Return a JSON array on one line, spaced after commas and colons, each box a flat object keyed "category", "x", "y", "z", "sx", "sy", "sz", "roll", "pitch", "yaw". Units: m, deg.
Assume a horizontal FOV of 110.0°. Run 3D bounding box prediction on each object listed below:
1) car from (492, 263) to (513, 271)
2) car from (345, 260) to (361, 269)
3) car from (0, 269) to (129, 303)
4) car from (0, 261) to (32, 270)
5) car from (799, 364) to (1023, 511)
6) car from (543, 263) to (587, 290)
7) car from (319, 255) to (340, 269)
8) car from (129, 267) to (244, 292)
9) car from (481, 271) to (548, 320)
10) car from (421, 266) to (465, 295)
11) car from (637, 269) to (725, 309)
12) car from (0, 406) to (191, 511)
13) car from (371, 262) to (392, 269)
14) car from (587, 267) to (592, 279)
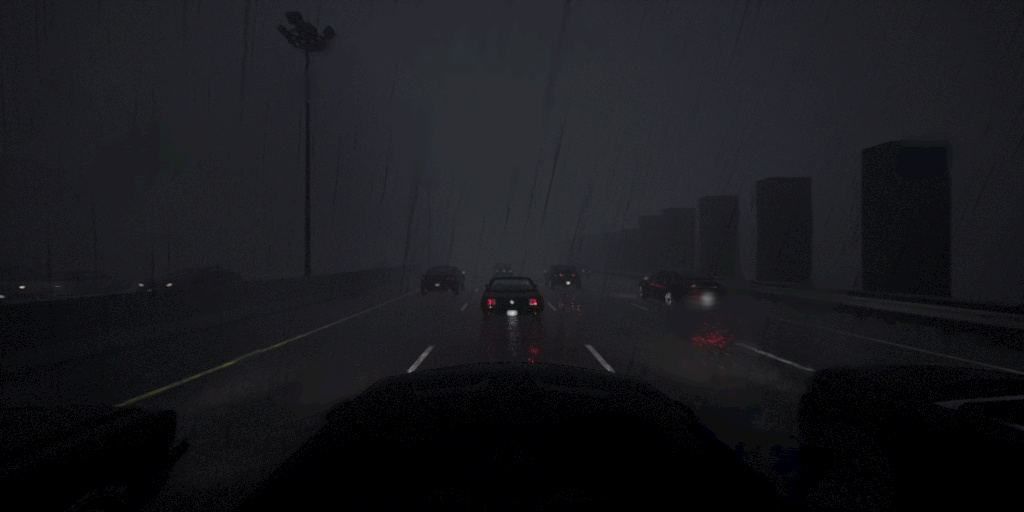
[{"category": "car", "x": -0.923, "y": 1.382, "z": 34.280, "sx": 2.033, "sy": 1.411, "sz": 5.357, "roll": 0, "pitch": 0, "yaw": -5}, {"category": "car", "x": -26.094, "y": 1.346, "z": 59.048, "sx": 1.812, "sy": 1.442, "sz": 4.674, "roll": 0, "pitch": 0, "yaw": -14}, {"category": "car", "x": -21.346, "y": 1.395, "z": 17.169, "sx": 1.895, "sy": 1.301, "sz": 4.718, "roll": 0, "pitch": 0, "yaw": -2}, {"category": "car", "x": -24.833, "y": 1.144, "z": 16.389, "sx": 2.097, "sy": 1.767, "sz": 4.553, "roll": 0, "pitch": 0, "yaw": -2}, {"category": "car", "x": 3.592, "y": 1.240, "z": 1.341, "sx": 2.128, "sy": 1.511, "sz": 4.902, "roll": 0, "pitch": 0, "yaw": 0}, {"category": "car", "x": 3.180, "y": 1.310, "z": 23.169, "sx": 1.837, "sy": 1.490, "sz": 4.892, "roll": 0, "pitch": 0, "yaw": -2}, {"category": "car", "x": -29.489, "y": 0.845, "z": 58.197, "sx": 2.150, "sy": 2.045, "sz": 5.566, "roll": 0, "pitch": 0, "yaw": -14}, {"category": "car", "x": -17.938, "y": 1.349, "z": 20.476, "sx": 2.033, "sy": 1.411, "sz": 5.357, "roll": 0, "pitch": 0, "yaw": -2}, {"category": "car", "x": -0.036, "y": 1.379, "z": 12.689, "sx": 1.895, "sy": 1.301, "sz": 4.718, "roll": 0, "pitch": 0, "yaw": -1}, {"category": "car", "x": -3.731, "y": 1.276, "z": 20.034, "sx": 1.882, "sy": 1.535, "sz": 5.008, "roll": 0, "pitch": 0, "yaw": -2}, {"category": "car", "x": 6.901, "y": 1.289, "z": 15.191, "sx": 1.837, "sy": 1.490, "sz": 4.892, "roll": 0, "pitch": 0, "yaw": -1}, {"category": "car", "x": -3.405, "y": 1.348, "z": 0.580, "sx": 1.895, "sy": 1.301, "sz": 4.718, "roll": 0, "pitch": 0, "yaw": 0}, {"category": "car", "x": -16.490, "y": 1.431, "z": 45.484, "sx": 1.994, "sy": 1.385, "sz": 4.181, "roll": 0, "pitch": 0, "yaw": -8}, {"category": "car", "x": 6.097, "y": 1.381, "z": 34.279, "sx": 2.033, "sy": 1.411, "sz": 5.357, "roll": 0, "pitch": 0, "yaw": -5}]
